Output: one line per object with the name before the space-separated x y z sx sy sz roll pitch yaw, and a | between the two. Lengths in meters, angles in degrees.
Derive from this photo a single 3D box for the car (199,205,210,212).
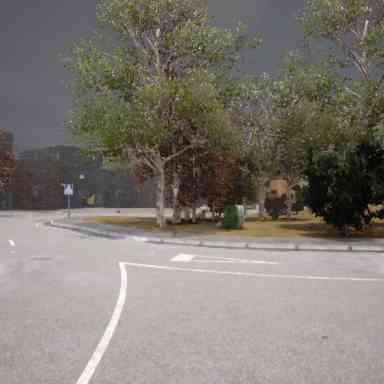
car | 3.882 4.663 93.764 2.435 2.045 5.566 0 -2 26
